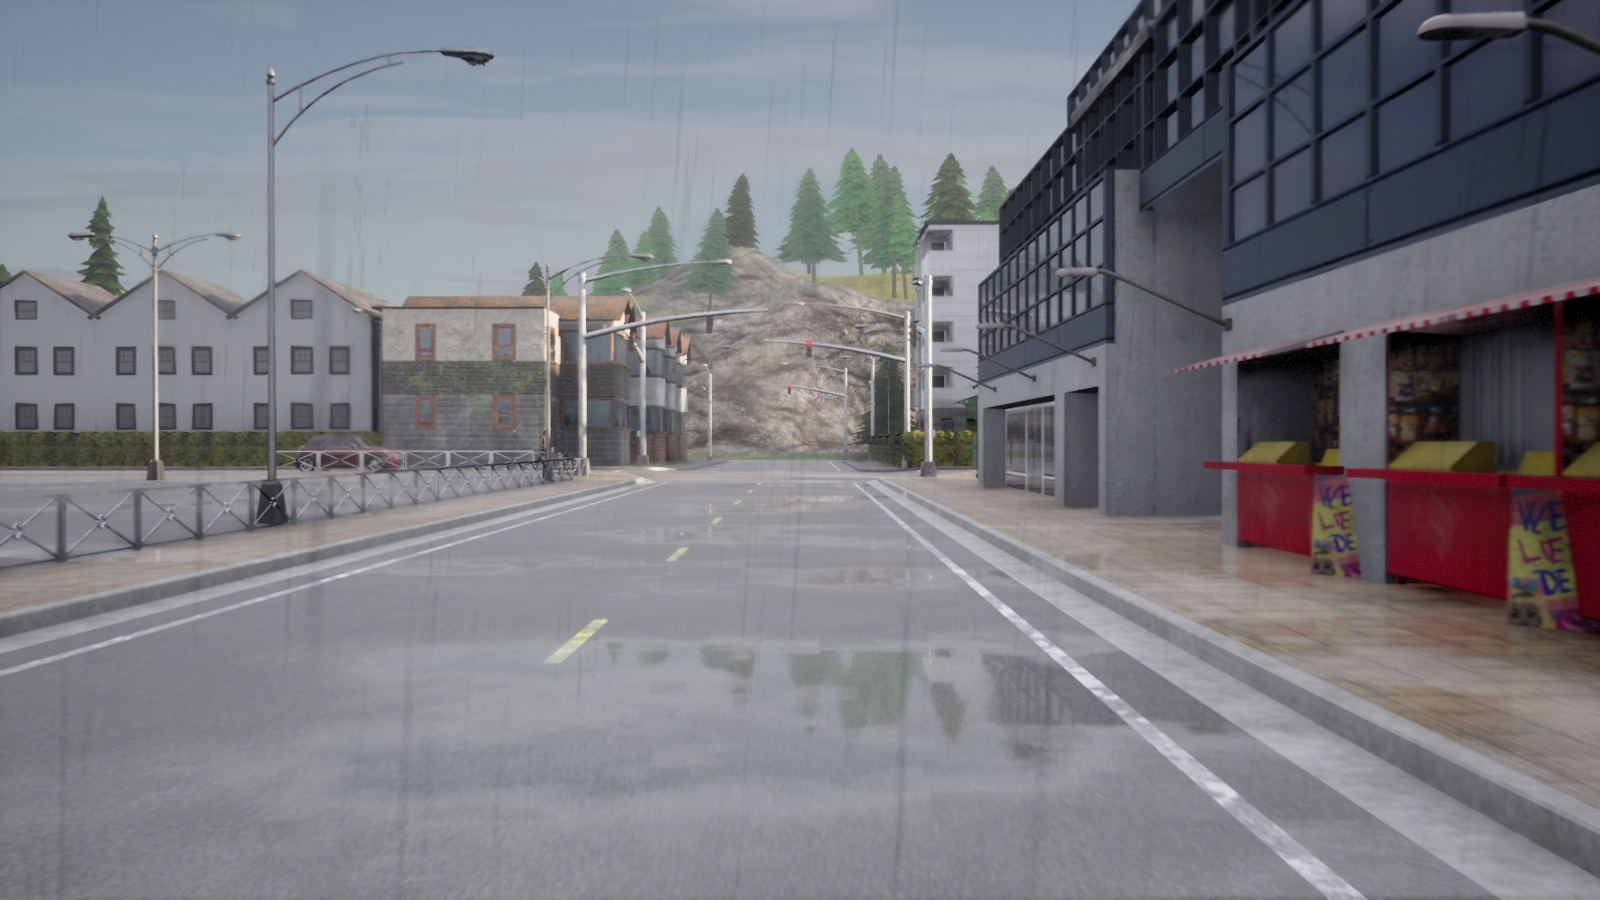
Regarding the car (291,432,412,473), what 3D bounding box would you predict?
[{"bbox_3d":[-19.542,0.104,54.831,4.553,1.767,2.097,0,0,0],"label":"car"}]
